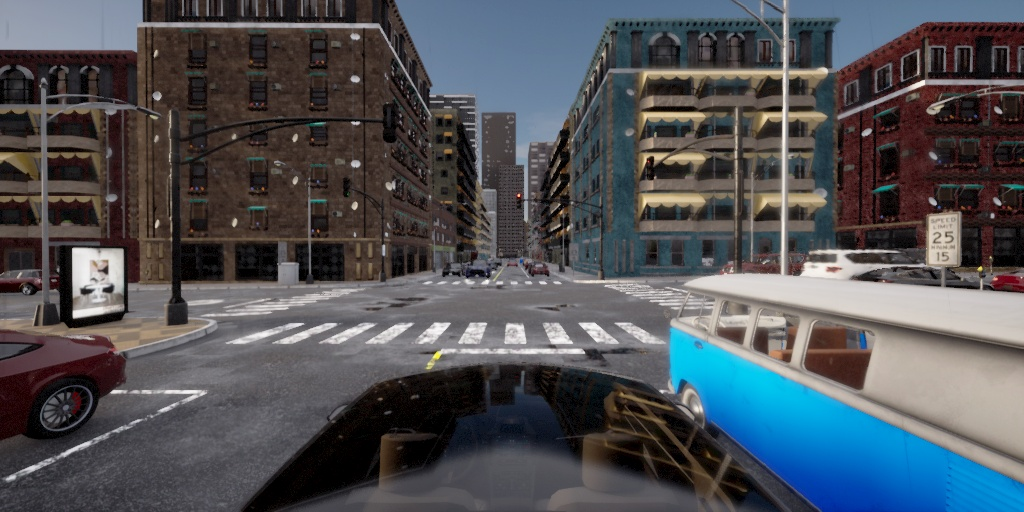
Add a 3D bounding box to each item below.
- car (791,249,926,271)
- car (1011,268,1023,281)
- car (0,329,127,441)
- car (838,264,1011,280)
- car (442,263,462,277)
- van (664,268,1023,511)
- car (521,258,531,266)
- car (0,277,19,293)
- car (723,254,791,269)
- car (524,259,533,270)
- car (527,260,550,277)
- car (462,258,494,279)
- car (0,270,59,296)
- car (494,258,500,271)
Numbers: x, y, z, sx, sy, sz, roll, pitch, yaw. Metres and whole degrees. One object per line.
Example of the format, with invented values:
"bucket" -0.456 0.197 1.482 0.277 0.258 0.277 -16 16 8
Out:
"car" 16.713 0.718 16.633 5.566 2.045 2.150 -1 1 1
"car" 21.378 1.032 13.971 4.207 1.307 1.802 0 0 0
"car" -5.691 1.332 2.789 1.802 1.307 4.207 0 0 0
"car" 15.808 1.097 13.937 4.313 1.339 1.948 0 0 0
"car" -5.654 1.317 35.194 1.948 1.339 4.313 0 0 0
"van" 2.690 1.090 2.779 1.690 1.789 3.998 0 0 0
"car" 2.746 1.303 51.743 1.888 1.381 4.507 0 0 0
"car" -22.380 1.637 13.577 4.403 1.370 2.007 0 0 0
"car" 15.796 0.780 22.317 5.009 1.841 2.192 0 0 0
"car" 2.734 1.319 40.696 1.948 1.339 4.313 0 0 0
"car" 2.727 1.333 35.173 1.802 1.307 4.207 0 0 0
"car" -3.014 1.104 32.613 2.097 1.767 4.553 0 0 -1
"car" -30.238 1.573 22.169 4.097 1.591 1.967 0 0 0
"car" -3.032 1.320 47.970 1.994 1.385 4.181 0 0 1
